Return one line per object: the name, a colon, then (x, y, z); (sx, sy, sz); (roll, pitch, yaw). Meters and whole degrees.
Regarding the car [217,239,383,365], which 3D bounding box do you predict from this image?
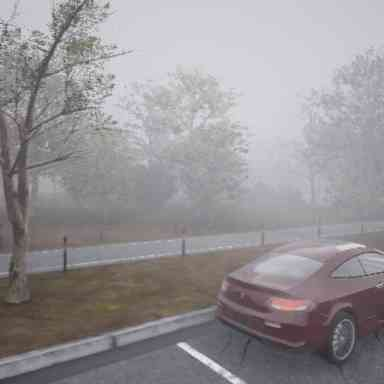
car: (2.545, 1.576, 5.870); (4.674, 1.452, 2.002); (1, -1, -35)
